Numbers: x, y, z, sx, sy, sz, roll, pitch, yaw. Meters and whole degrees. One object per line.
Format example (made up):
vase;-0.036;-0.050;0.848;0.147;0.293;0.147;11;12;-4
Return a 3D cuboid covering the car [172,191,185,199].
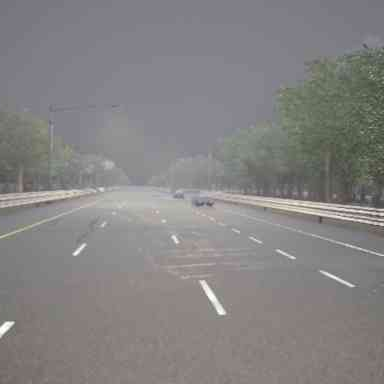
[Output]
car;-2.545;0.469;61.846;1.812;1.442;4.674;1;1;-6

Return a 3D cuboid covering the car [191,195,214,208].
car;1.067;1.034;37.197;1.895;1.301;4.718;1;1;-9
